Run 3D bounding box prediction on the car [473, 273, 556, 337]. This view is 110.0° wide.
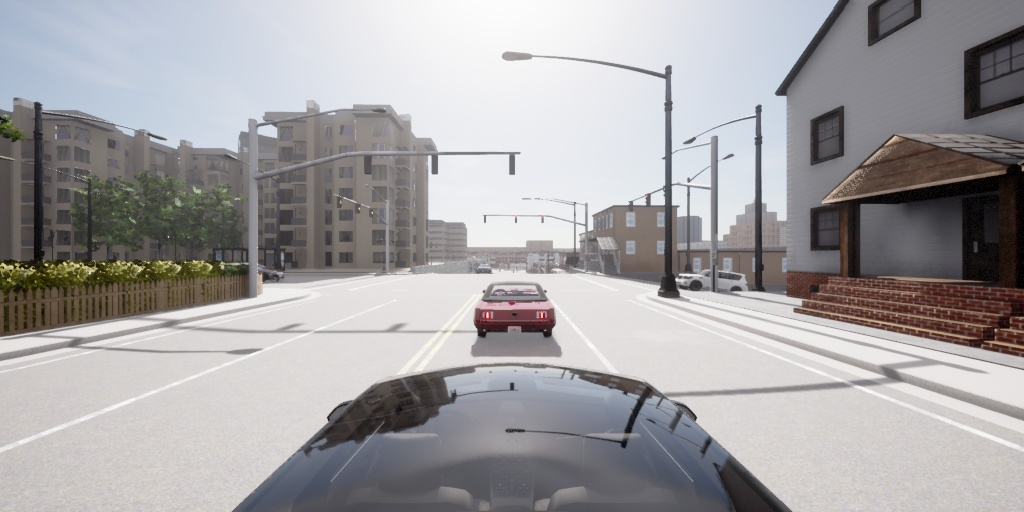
[{"bbox_3d":[0.076,1.351,10.218,1.895,1.301,4.718,0,0,0],"label":"car"}]

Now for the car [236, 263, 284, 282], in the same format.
[{"bbox_3d":[-19.810,1.242,26.931,4.902,1.511,2.128,0,0,1],"label":"car"}]

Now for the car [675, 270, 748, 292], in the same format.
[{"bbox_3d":[16.765,2.162,30.147,5.566,2.045,2.150,9,0,1],"label":"car"}]

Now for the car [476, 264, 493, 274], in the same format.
[{"bbox_3d":[-3.587,1.774,46.901,1.812,1.442,4.674,0,-4,0],"label":"car"}]
